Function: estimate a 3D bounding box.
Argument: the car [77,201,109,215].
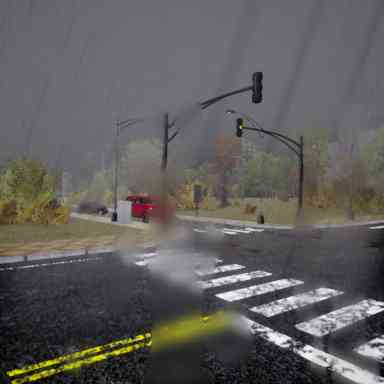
[{"bbox_3d":[-10.740,1.697,35.730,2.033,1.411,5.357,2,-2,-35],"label":"car"}]

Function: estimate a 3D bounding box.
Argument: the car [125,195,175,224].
[{"bbox_3d":[-3.506,1.300,25.824,2.150,2.045,5.566,2,-1,-35],"label":"car"}]

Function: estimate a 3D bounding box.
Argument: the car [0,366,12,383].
[{"bbox_3d":[-3.256,1.504,1.115,4.892,1.490,1.837,0,0,-35],"label":"car"}]
